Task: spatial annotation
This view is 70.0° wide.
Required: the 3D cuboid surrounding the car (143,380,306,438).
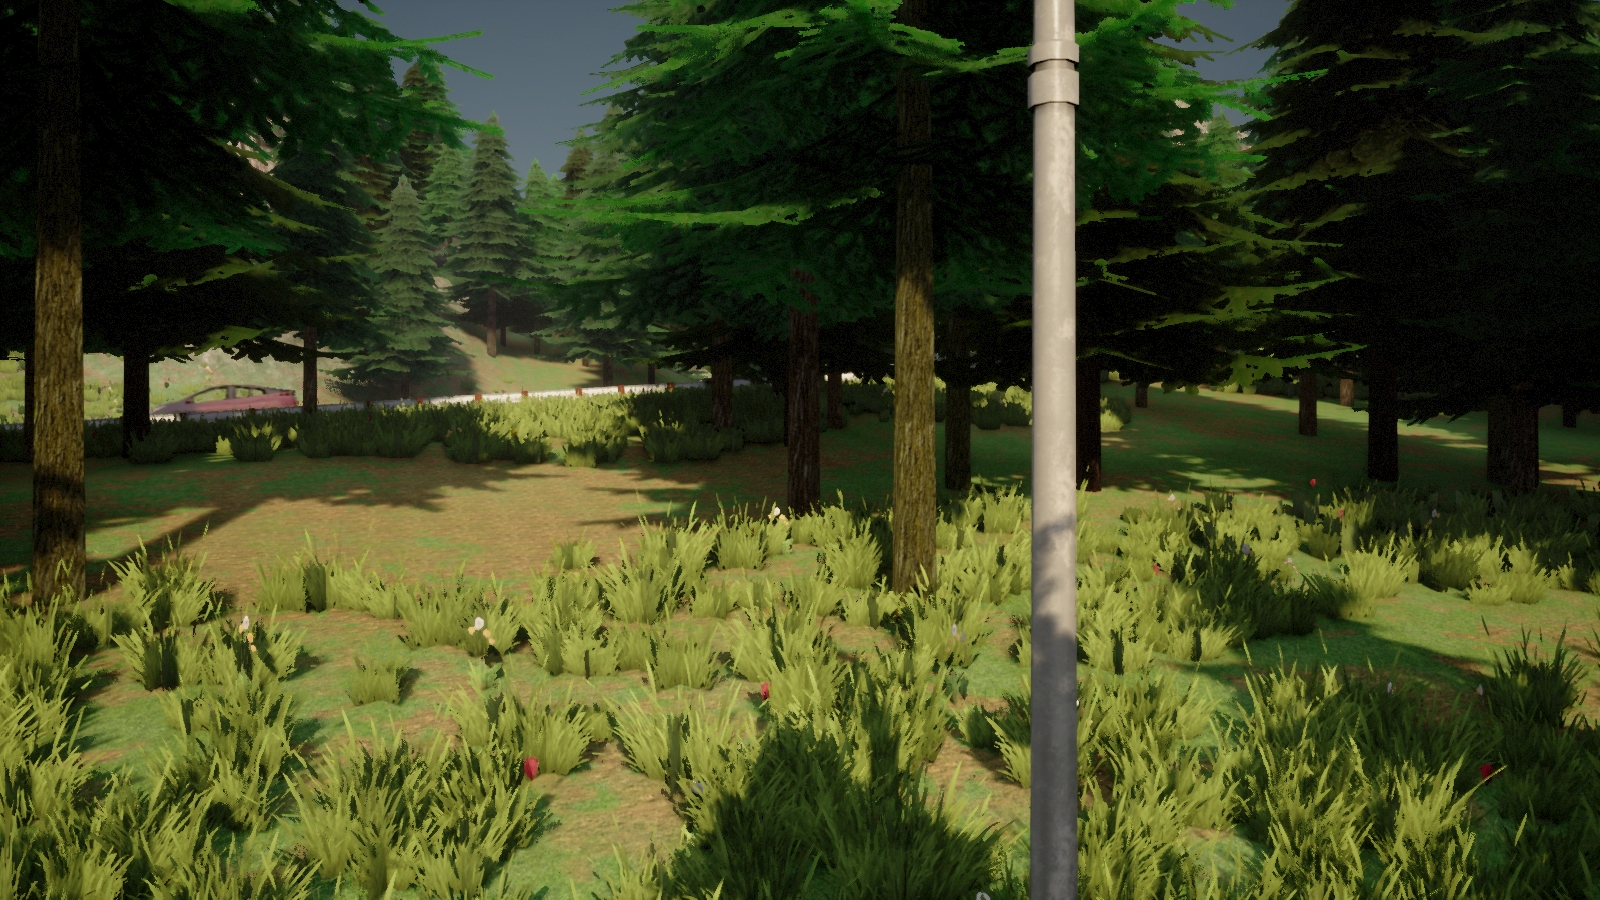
[{"bbox_3d":[-18.684,-1.334,37.159,4.514,1.525,2.007,-5,2,-28],"label":"car"}]
